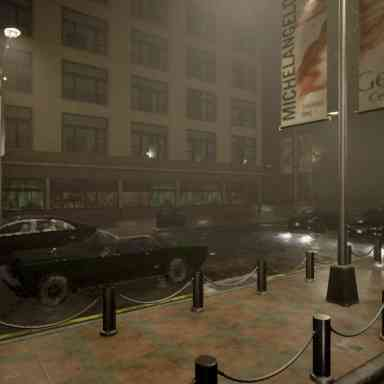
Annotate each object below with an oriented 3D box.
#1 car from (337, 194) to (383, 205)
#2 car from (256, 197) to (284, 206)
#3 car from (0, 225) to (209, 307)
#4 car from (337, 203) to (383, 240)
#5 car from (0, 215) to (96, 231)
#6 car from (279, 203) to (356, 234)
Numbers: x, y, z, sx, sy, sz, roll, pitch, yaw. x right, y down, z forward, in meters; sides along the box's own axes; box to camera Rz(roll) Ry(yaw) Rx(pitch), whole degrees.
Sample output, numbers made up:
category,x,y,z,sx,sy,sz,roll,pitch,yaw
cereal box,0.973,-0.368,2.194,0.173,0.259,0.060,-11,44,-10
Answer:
category,x,y,z,sx,sy,sz,roll,pitch,yaw
car,21.458,1.222,42.469,2.150,2.045,5.566,0,0,-45
car,12.652,1.491,54.162,2.128,1.511,4.902,0,0,-36
car,-1.976,1.601,8.116,4.718,1.301,1.895,0,0,-36
car,9.497,1.502,16.381,4.892,1.490,1.837,-1,1,-36
car,-5.244,1.491,10.091,4.902,1.511,2.128,0,0,-36
car,7.285,1.565,19.102,4.181,1.385,1.994,0,0,-36
